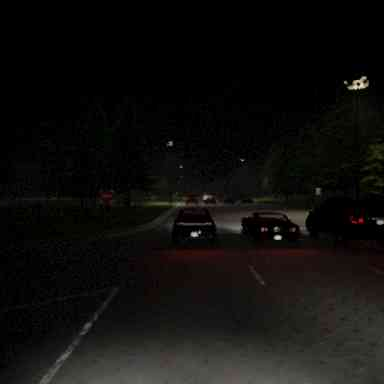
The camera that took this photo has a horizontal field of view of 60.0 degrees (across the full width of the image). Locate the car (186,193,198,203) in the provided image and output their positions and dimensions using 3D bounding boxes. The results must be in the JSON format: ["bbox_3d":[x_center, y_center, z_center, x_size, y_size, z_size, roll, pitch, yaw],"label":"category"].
[{"bbox_3d":[0.001,1.289,63.183,2.150,2.045,5.566,0,0,0],"label":"car"}]

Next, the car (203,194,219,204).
[{"bbox_3d":[3.501,1.632,63.569,1.994,1.385,4.181,0,0,0],"label":"car"}]

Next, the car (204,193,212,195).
[{"bbox_3d":[3.501,1.137,73.603,2.150,2.045,5.566,0,0,0],"label":"car"}]

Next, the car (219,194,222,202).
[{"bbox_3d":[7.001,1.267,73.543,2.097,1.767,4.553,0,0,0],"label":"car"}]

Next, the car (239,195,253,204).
[{"bbox_3d":[10.501,1.594,63.569,1.812,1.442,4.674,0,0,0],"label":"car"}]

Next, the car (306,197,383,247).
[{"bbox_3d":[7.101,1.238,15.199,2.150,2.045,5.566,0,0,0],"label":"car"}]

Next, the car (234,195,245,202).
[{"bbox_3d":[10.501,1.412,73.572,1.837,1.490,4.892,0,0,0],"label":"car"}]

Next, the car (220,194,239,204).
[{"bbox_3d":[7.001,1.615,63.152,2.033,1.411,5.357,0,0,0],"label":"car"}]

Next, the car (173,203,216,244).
[{"bbox_3d":[0.100,1.509,15.832,2.128,1.511,4.902,0,0,0],"label":"car"}]

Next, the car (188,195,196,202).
[{"bbox_3d":[0.001,1.389,73.572,1.882,1.535,5.008,0,0,0],"label":"car"}]

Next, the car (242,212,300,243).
[{"bbox_3d":[3.601,1.618,16.153,1.895,1.301,4.718,0,0,0],"label":"car"}]
